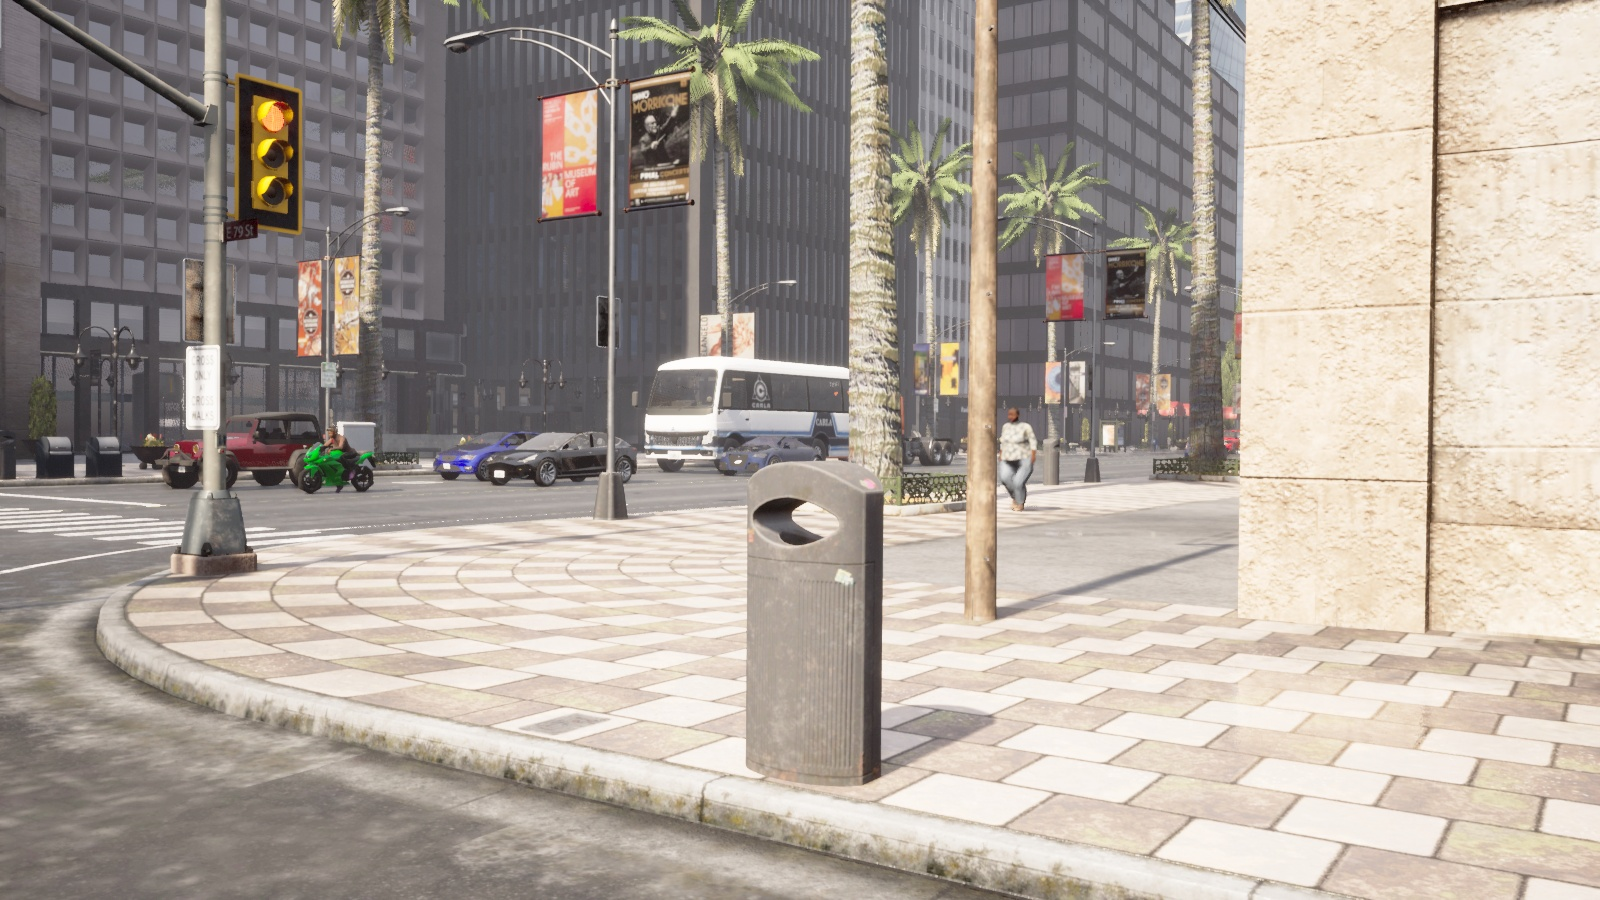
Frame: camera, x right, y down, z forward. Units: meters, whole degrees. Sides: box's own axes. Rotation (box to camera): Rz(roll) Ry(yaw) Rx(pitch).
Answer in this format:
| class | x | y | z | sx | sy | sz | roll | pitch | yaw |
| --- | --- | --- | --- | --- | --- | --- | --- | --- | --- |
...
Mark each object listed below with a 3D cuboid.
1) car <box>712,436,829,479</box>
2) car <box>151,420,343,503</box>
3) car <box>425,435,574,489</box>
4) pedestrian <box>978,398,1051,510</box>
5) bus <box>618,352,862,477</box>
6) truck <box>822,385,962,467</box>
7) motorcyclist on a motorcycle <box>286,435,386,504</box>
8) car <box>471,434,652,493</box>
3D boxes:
| class | x | y | z | sx | sy | sz | roll | pitch | yaw |
| --- | --- | --- | --- | --- | --- | --- | --- | --- | --- |
| car | -0.953 | 0.215 | 43.117 | 1.994 | 1.385 | 4.181 | 0 | 1 | 33 |
| car | -13.428 | 0.230 | 30.680 | 1.905 | 1.878 | 3.866 | 0 | 1 | 34 |
| car | -8.902 | 0.314 | 37.493 | 1.816 | 1.474 | 4.193 | 0 | 1 | 34 |
| pedestrian | 3.676 | 0.062 | 21.477 | 0.874 | 1.855 | 0.900 | 0 | 1 | 42 |
| bus | -1.975 | -1.281 | 47.871 | 3.944 | 4.253 | 10.273 | 0 | 1 | 34 |
| truck | 4.364 | -1.074 | 57.412 | 2.891 | 3.462 | 7.936 | 0 | 1 | 33 |
| motorcyclist on a motorcycle | -10.567 | 0.418 | 28.681 | 0.797 | 1.523 | 2.044 | 0 | 1 | 34 |
| car | -6.506 | 0.315 | 34.783 | 2.163 | 1.488 | 4.792 | 0 | 1 | 33 |
